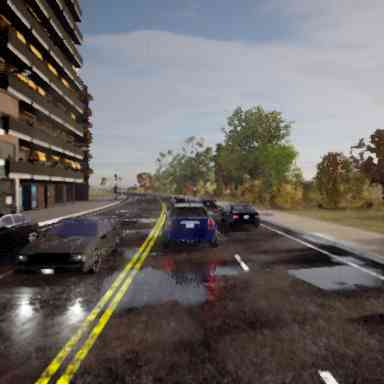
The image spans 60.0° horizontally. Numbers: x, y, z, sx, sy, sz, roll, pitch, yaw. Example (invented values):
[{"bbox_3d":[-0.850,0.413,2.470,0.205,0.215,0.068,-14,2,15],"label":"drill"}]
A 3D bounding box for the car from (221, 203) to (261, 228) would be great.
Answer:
[{"bbox_3d":[2.899,1.390,20.805,2.033,1.411,5.357,0,0,-3],"label":"car"}]

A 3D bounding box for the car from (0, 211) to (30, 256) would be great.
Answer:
[{"bbox_3d":[-6.745,1.434,10.943,2.128,1.511,4.902,0,0,-1],"label":"car"}]

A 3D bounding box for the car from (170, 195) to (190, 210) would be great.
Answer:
[{"bbox_3d":[-1.500,1.206,39.387,2.128,1.511,4.902,0,0,-5],"label":"car"}]

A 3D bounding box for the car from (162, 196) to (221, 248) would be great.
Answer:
[{"bbox_3d":[-0.135,1.251,14.436,2.097,1.767,4.553,0,1,-2],"label":"car"}]

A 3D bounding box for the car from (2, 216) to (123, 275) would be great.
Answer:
[{"bbox_3d":[-3.477,1.483,10.554,2.033,1.411,5.357,0,0,-1],"label":"car"}]

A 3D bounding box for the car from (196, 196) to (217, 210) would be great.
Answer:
[{"bbox_3d":[1.700,1.268,39.713,1.994,1.385,4.181,0,1,-4],"label":"car"}]
